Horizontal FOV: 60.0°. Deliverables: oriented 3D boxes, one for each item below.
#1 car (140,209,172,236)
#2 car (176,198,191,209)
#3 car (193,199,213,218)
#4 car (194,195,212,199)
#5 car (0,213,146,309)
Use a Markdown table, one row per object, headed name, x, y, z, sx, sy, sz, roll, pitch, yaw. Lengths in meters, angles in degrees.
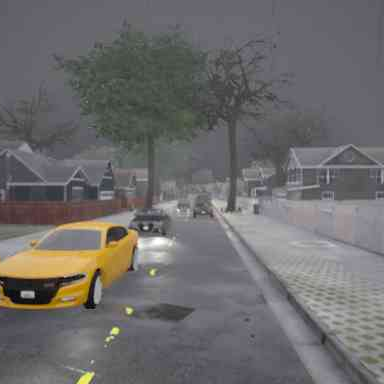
| name | x | y | z | sx | sy | sz | roll | pitch | yaw |
| --- | --- | --- | --- | --- | --- | --- | --- | --- | --- |
| car | -2.277 | 1.644 | 18.963 | 1.994 | 1.385 | 4.181 | 0 | 0 | 2 |
| car | -1.274 | 1.714 | 50.226 | 1.837 | 1.490 | 4.892 | 0 | 0 | 2 |
| car | 1.073 | 1.663 | 31.959 | 1.812 | 1.442 | 4.674 | 0 | 0 | 2 |
| car | 1.464 | 1.407 | 43.900 | 2.150 | 2.045 | 5.566 | 0 | 0 | 2 |
| car | -2.666 | 1.513 | 8.235 | 1.882 | 1.535 | 5.008 | 0 | 0 | 4 |
